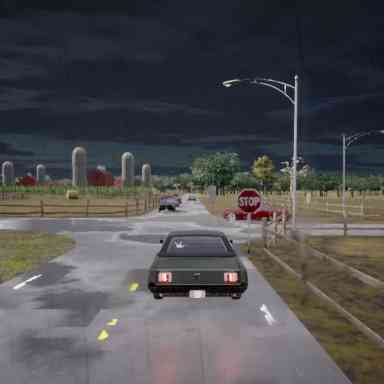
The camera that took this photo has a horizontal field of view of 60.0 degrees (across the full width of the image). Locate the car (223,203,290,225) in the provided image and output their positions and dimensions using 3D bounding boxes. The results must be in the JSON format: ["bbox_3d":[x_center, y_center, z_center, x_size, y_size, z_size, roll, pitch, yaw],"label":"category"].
[{"bbox_3d":[4.820,1.544,25.225,5.008,1.535,1.882,2,2,20],"label":"car"}]

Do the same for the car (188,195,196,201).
[{"bbox_3d":[0.040,1.439,78.602,1.994,1.385,4.181,0,0,0],"label":"car"}]

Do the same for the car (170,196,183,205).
[{"bbox_3d":[-2.793,1.477,59.470,2.033,1.411,5.357,0,0,0],"label":"car"}]

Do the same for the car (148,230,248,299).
[{"bbox_3d":[0.107,1.597,8.361,1.895,1.301,4.718,0,0,0],"label":"car"}]

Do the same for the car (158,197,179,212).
[{"bbox_3d":[-2.784,1.570,38.173,1.895,1.301,4.718,0,0,-1],"label":"car"}]

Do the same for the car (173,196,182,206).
[{"bbox_3d":[-2.817,1.516,48.246,1.994,1.385,4.181,0,0,0],"label":"car"}]
